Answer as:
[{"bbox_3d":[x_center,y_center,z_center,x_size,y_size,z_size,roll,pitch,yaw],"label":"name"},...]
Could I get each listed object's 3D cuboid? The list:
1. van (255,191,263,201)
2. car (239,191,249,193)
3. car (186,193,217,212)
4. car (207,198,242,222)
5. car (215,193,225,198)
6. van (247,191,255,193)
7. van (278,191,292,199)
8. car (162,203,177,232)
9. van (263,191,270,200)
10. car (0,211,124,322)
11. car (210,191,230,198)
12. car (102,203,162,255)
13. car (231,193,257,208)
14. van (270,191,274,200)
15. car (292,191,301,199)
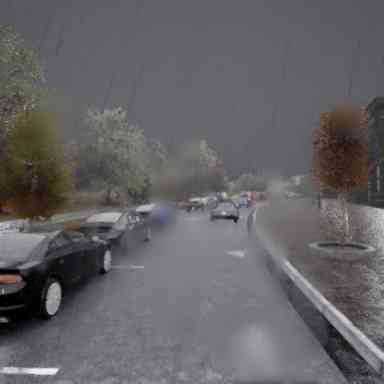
[{"bbox_3d":[12.244,0.894,66.732,1.878,1.987,4.442,-3,-1,27],"label":"van"},{"bbox_3d":[7.689,1.144,56.600,1.946,1.575,5.366,-3,0,24],"label":"car"},{"bbox_3d":[0.753,1.277,35.156,2.231,1.521,4.892,-3,0,15],"label":"car"},{"bbox_3d":[2.502,1.398,24.697,1.994,1.385,4.181,0,0,10],"label":"car"},{"bbox_3d":[2.179,1.242,40.562,2.231,1.521,4.892,-3,0,15],"label":"car"},{"bbox_3d":[9.844,0.906,61.678,1.878,1.987,4.442,-3,0,22],"label":"van"},{"bbox_3d":[23.580,0.907,85.982,1.878,1.987,4.442,-3,-1,33],"label":"van"},{"bbox_3d":[-2.165,1.368,19.383,2.097,1.535,5.008,0,1,8],"label":"car"},{"bbox_3d":[14.814,0.889,71.698,1.878,1.987,4.442,-3,-1,27],"label":"van"},{"bbox_3d":[-3.299,1.462,7.403,2.097,1.535,5.008,-1,1,4],"label":"car"},{"bbox_3d":[3.791,0.954,45.950,2.435,2.045,5.566,-3,0,18],"label":"car"},{"bbox_3d":[-2.896,1.412,13.098,2.231,1.521,4.892,0,1,6],"label":"car"},{"bbox_3d":[6.472,1.256,41.552,2.033,1.411,5.357,-1,0,17],"label":"car"},{"bbox_3d":[17.541,0.891,76.567,1.878,1.987,4.442,-3,-1,29],"label":"van"},{"bbox_3d":[26.799,0.892,90.445,2.435,2.045,5.566,-3,-1,34],"label":"car"}]
